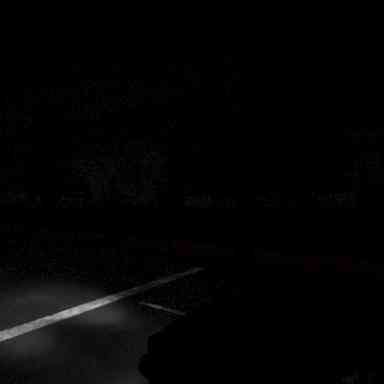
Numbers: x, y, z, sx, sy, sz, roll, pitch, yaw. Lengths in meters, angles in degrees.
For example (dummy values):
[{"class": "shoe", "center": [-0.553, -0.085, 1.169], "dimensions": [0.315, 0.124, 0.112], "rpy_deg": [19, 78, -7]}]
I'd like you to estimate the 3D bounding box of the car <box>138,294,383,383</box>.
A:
[{"class": "car", "center": [1.809, 1.601, 2.680], "dimensions": [4.718, 1.301, 1.895], "rpy_deg": [0, 0, 36]}]
